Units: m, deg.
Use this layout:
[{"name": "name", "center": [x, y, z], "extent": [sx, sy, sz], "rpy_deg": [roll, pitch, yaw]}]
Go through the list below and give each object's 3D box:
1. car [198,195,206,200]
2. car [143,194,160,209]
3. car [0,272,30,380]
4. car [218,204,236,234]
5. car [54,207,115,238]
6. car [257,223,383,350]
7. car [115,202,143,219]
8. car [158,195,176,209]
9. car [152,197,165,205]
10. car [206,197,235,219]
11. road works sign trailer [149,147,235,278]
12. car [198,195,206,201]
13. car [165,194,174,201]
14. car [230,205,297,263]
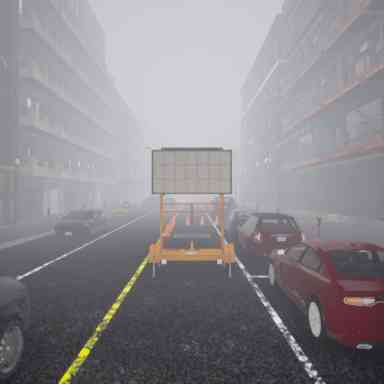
[{"name": "car", "center": [2.671, 1.514, 90.851], "extent": [1.887, 1.381, 4.507], "rpy_deg": [0, 0, 0]}, {"name": "car", "center": [-5.699, 1.431, 45.762], "extent": [1.967, 1.590, 4.097], "rpy_deg": [0, 0, 0]}, {"name": "car", "center": [-3.101, 1.526, 2.765], "extent": [1.812, 1.442, 4.674], "rpy_deg": [0, 0, 0]}, {"name": "car", "center": [2.688, 1.550, 17.577], "extent": [2.008, 1.369, 4.403], "rpy_deg": [0, 0, 0]}, {"name": "car", "center": [-5.693, 1.565, 17.579], "extent": [1.947, 1.339, 4.313], "rpy_deg": [0, 0, 0]}, {"name": "car", "center": [2.690, 1.545, 6.305], "extent": [1.887, 1.381, 4.507], "rpy_deg": [0, 0, 0]}, {"name": "car", "center": [-5.696, 1.522, 28.682], "extent": [1.752, 1.417, 4.829], "rpy_deg": [0, 0, 0]}, {"name": "car", "center": [-3.109, 1.517, 44.788], "extent": [1.812, 1.442, 4.674], "rpy_deg": [0, 0, 0]}, {"name": "car", "center": [-5.702, 1.569, 57.035], "extent": [1.802, 1.307, 4.206], "rpy_deg": [0, 0, 0]}, {"name": "car", "center": [2.686, 1.312, 28.851], "extent": [2.192, 1.841, 5.009], "rpy_deg": [0, 0, 0]}, {"name": "road works sign trailer", "center": [-0.003, 0.464, 10.074], "extent": [2.380, 3.560, 2.880], "rpy_deg": [0, 0, 0]}, {"name": "car", "center": [2.674, 1.501, 79.748], "extent": [1.752, 1.417, 4.829], "rpy_deg": [0, 0, 0]}, {"name": "car", "center": [-5.708, 1.413, 85.216], "extent": [1.967, 1.590, 4.097], "rpy_deg": [0, 0, 0]}, {"name": "car", "center": [2.689, 1.440, 11.942], "extent": [1.967, 1.590, 4.097], "rpy_deg": [0, 0, 0]}]
